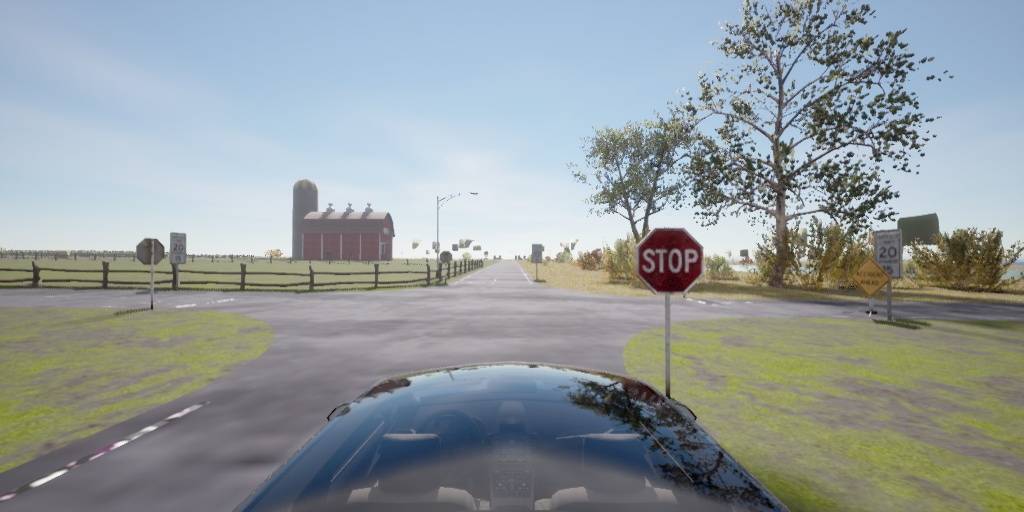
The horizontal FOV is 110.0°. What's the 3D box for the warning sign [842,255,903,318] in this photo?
[{"bbox_3d":[11.501,0.973,11.470,1.060,1.860,1.300,0,0,0],"label":"warning sign"}]
